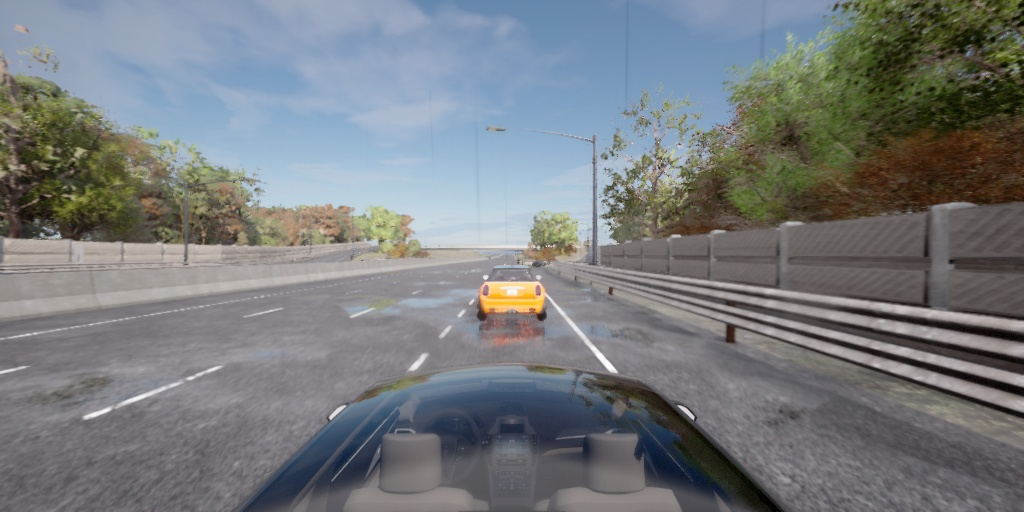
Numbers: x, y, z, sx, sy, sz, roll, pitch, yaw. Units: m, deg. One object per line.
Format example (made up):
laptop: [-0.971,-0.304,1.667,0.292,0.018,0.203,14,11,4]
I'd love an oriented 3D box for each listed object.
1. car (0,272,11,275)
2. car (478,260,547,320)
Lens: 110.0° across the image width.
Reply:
car: [-24.588,1.293,15.653,2.033,1.411,5.357,0,0,0]
car: [0.008,1.095,12.789,2.097,1.767,4.553,0,0,0]
